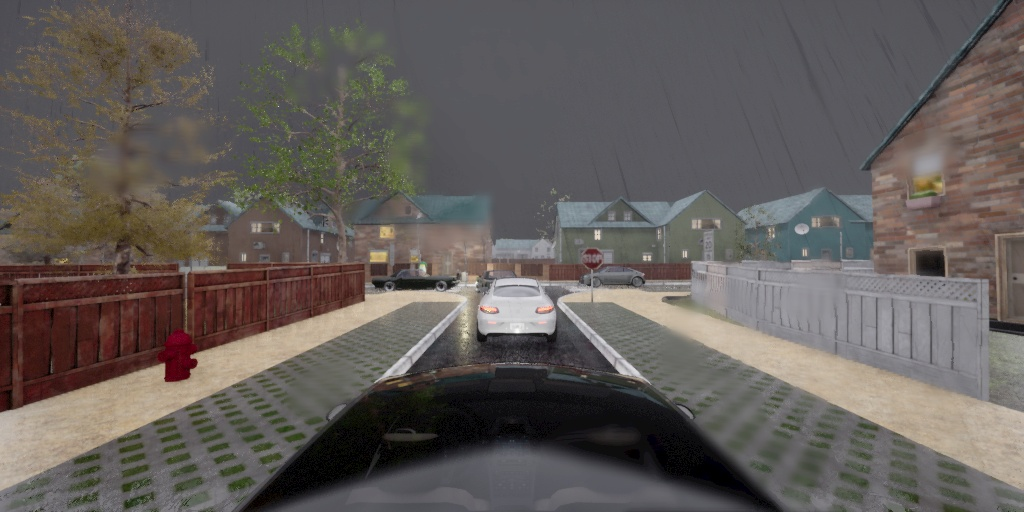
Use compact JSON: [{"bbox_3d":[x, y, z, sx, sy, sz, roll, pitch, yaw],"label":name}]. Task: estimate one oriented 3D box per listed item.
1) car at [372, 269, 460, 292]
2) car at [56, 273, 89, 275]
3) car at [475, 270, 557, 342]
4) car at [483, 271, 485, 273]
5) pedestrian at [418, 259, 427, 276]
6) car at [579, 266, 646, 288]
[{"bbox_3d":[-5.469,1.416,20.867,4.718,1.301,1.895,-1,-1,1],"label":"car"},{"bbox_3d":[-25.594,1.632,21.150,4.718,1.301,1.895,-1,-1,1],"label":"car"},{"bbox_3d":[0.108,1.279,9.660,1.812,1.442,4.674,0,0,0],"label":"car"},{"bbox_3d":[-0.746,1.366,18.479,1.895,1.301,4.718,0,-1,-12],"label":"car"},{"bbox_3d":[-6.684,1.118,26.753,0.375,1.860,0.375,0,-1,1],"label":"pedestrian"},{"bbox_3d":[6.553,1.344,23.650,4.181,1.385,1.994,0,-1,1],"label":"car"}]
